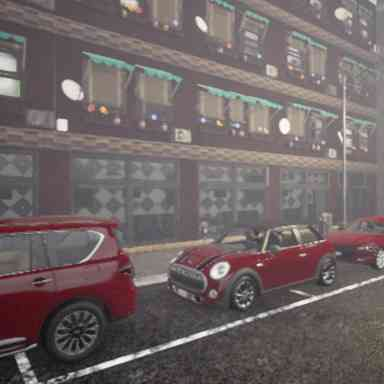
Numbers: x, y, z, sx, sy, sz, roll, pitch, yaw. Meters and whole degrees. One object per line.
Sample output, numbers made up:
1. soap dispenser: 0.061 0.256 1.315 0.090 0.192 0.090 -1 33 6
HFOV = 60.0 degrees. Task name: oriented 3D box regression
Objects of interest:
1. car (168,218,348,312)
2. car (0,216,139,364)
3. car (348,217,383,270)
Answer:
1. car: 1.444 1.422 7.600 4.097 1.590 1.967 0 0 -36
2. car: -3.138 1.316 4.319 5.009 1.841 2.192 0 0 -36
3. car: 6.029 1.508 10.881 4.507 1.381 1.887 0 0 -36
